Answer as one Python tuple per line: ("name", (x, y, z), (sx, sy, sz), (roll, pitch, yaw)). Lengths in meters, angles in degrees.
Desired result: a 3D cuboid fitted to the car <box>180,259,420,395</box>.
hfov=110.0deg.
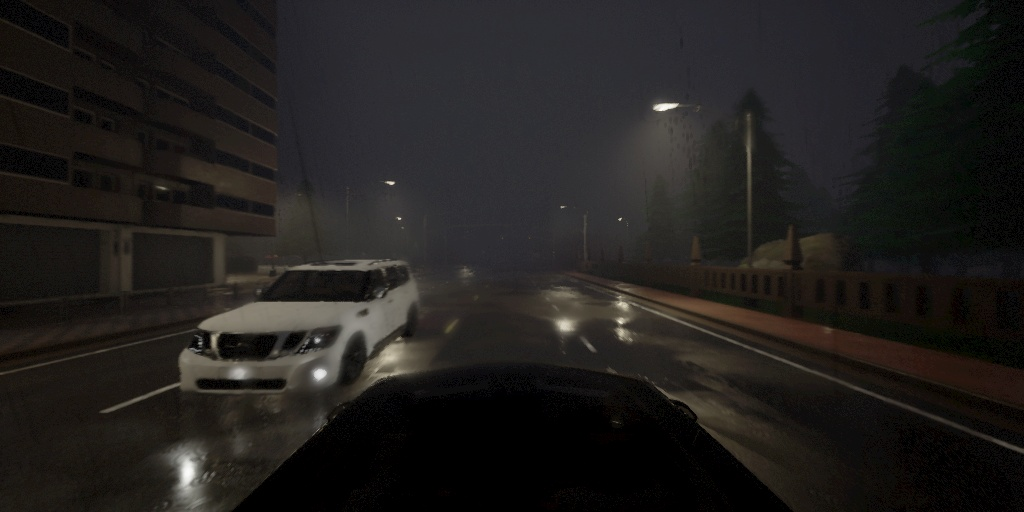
("car", (-3.501, 1.116, 7.365), (2.150, 2.045, 5.566), (0, 1, 0))
